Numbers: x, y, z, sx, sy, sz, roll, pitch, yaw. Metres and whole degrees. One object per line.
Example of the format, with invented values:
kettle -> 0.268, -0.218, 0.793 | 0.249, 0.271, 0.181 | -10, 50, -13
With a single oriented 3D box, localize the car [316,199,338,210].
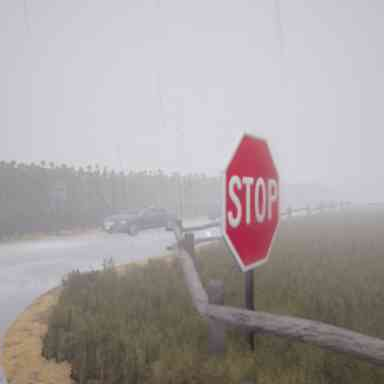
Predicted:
car -> 16.170, 1.556, 39.822 | 2.033, 1.411, 5.357 | 0, 0, 31

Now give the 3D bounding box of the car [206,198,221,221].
car -> 3.372, 1.232, 27.141 | 2.150, 2.045, 5.566 | 0, 0, 35

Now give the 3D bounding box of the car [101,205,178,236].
car -> -2.777, 1.501, 18.538 | 2.128, 1.511, 4.902 | 0, 0, 36
